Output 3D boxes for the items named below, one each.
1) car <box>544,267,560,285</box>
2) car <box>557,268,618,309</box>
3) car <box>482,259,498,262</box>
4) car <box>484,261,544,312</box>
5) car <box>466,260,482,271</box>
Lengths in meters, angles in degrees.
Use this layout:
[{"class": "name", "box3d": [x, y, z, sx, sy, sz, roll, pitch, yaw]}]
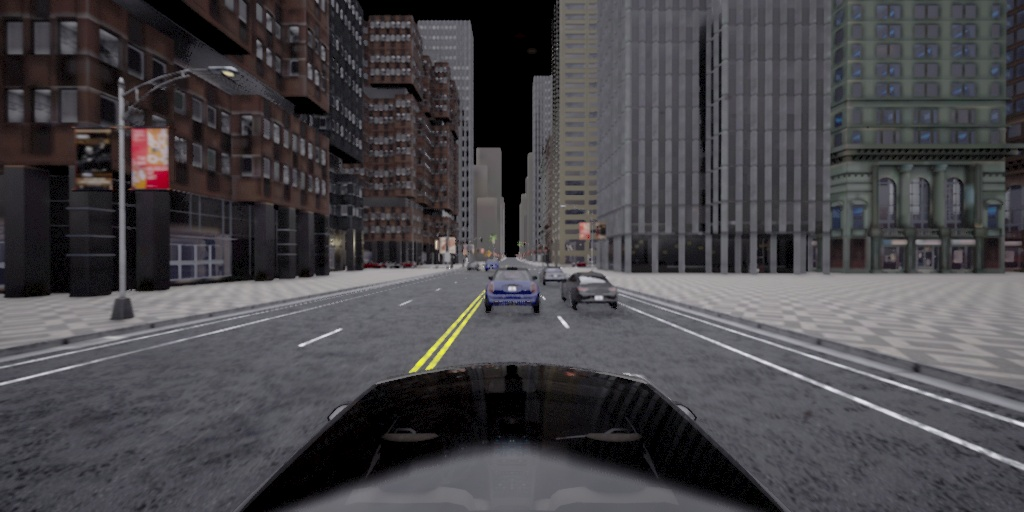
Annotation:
[{"class": "car", "box3d": [3.270, 1.575, 29.337, 2.033, 1.411, 5.357, 0, -1, 0]}, {"class": "car", "box3d": [3.283, 1.420, 15.721, 1.812, 1.442, 4.674, 0, 0, 1]}, {"class": "car", "box3d": [-3.295, 1.516, 59.383, 2.150, 2.045, 5.566, 0, -1, 0]}, {"class": "car", "box3d": [0.030, 1.241, 15.231, 2.097, 1.767, 4.553, 0, -1, 1]}, {"class": "car", "box3d": [-6.536, 1.809, 60.584, 1.837, 1.490, 4.892, 0, -1, 1]}]
